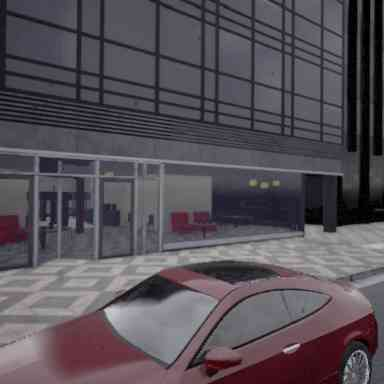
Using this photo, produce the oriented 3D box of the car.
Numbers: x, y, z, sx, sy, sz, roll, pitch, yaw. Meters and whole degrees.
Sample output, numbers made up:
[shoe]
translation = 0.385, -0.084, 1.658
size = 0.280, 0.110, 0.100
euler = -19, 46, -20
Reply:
[car]
translation = 0.150, 1.539, 3.463
size = 4.674, 1.442, 1.812
euler = 0, 0, -35
